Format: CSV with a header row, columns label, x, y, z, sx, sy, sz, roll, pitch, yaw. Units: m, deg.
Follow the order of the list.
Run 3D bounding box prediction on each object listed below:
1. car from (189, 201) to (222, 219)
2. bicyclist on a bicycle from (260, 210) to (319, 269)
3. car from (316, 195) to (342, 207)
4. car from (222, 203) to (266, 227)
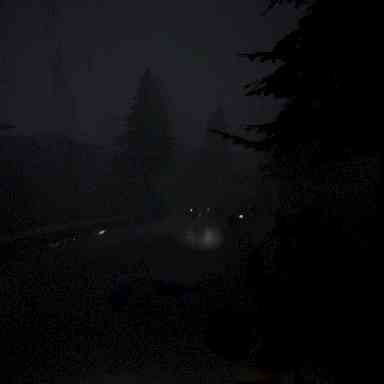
label,x,y,z,sx,sy,sz,roll,pitch,yaw
car,1.438,1.425,26.777,1.895,1.301,4.718,0,0,23
bicyclist on a bicycle,2.638,1.305,9.285,1.656,1.620,0.582,-9,-1,7
car,18.388,1.196,44.595,4.902,1.511,2.128,0,0,-44
car,3.565,1.419,21.512,1.994,1.385,4.181,0,0,19
